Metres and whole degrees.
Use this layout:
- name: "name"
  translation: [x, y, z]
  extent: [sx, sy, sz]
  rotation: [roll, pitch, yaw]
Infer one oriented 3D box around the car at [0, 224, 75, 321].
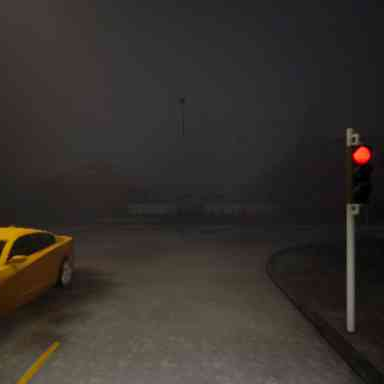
- name: "car"
  translation: [-3.901, 1.474, 6.389]
  extent: [1.882, 1.535, 5.008]
  rotation: [0, 0, 1]
